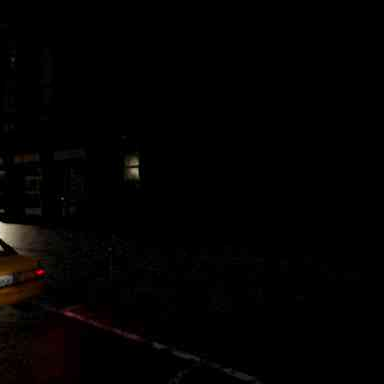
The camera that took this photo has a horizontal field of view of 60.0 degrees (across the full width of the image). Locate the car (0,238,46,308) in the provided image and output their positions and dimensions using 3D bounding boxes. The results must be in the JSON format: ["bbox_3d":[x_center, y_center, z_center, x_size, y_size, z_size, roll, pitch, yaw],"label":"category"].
[{"bbox_3d":[-5.193,1.431,6.948,5.366,1.575,1.801,0,0,35],"label":"car"}]
